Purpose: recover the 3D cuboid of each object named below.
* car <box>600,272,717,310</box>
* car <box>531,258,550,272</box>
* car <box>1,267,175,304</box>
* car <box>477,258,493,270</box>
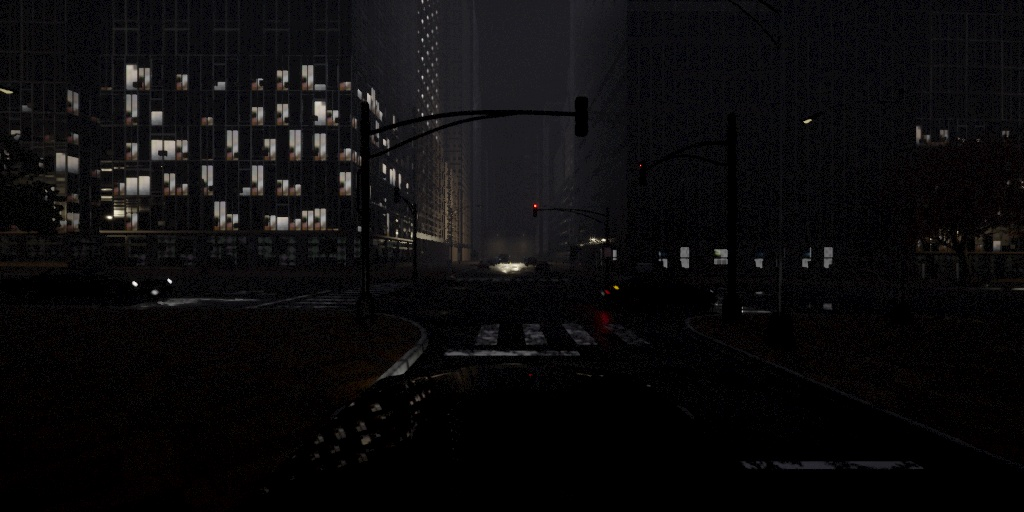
[{"bbox_3d":[6.085,1.410,15.089,4.674,1.442,1.812,1,0,-3],"label":"car"},{"bbox_3d":[3.886,1.336,46.554,1.948,1.339,4.313,0,0,0],"label":"car"},{"bbox_3d":[-16.286,1.081,14.028,4.718,1.301,1.895,1,0,-3],"label":"car"},{"bbox_3d":[-4.073,1.350,52.039,1.802,1.307,4.207,0,0,0],"label":"car"}]
